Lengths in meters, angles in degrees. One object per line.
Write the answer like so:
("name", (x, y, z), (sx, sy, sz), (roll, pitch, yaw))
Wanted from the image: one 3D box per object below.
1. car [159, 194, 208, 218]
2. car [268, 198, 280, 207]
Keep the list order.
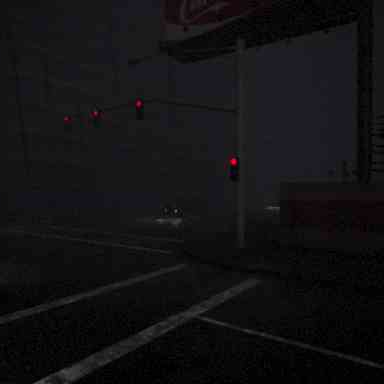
("car", (-0.664, 1.204, 30.973), (2.150, 2.045, 5.566), (0, 0, 35))
("car", (13.115, 1.547, 50.371), (1.994, 1.385, 4.181), (0, 0, 36))
